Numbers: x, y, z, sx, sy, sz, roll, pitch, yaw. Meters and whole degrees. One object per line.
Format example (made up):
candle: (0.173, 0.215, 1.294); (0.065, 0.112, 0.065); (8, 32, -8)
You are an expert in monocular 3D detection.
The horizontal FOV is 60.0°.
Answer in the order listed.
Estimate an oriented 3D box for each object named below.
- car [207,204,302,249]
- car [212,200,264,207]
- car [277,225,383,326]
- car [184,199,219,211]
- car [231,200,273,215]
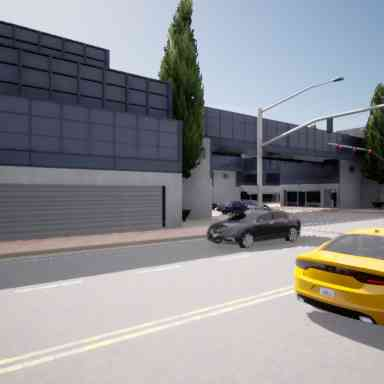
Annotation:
car: (2.863, 1.505, 14.747); (4.892, 1.490, 1.837); (0, 0, -36)
car: (4.640, 1.547, 32.067); (2.033, 1.411, 5.357); (0, 0, -37)
car: (4.206, 1.478, 6.843); (5.008, 1.535, 1.882); (0, 0, -36)
car: (1.133, 1.601, 42.586); (1.895, 1.301, 4.718); (0, 0, -37)
car: (6.365, 1.564, 35.601); (1.994, 1.385, 4.181); (0, 0, -37)
